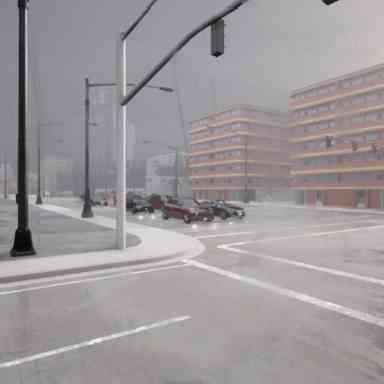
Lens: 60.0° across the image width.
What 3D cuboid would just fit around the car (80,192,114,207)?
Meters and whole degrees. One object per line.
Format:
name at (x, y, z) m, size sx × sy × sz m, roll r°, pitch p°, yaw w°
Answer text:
car at (-11.993, 1.034, 41.507) m, size 2.128 × 1.511 × 4.902 m, roll 0°, pitch 1°, yaw -34°

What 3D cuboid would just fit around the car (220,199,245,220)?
car at (2.214, 1.356, 26.871) m, size 2.128 × 1.511 × 4.902 m, roll 0°, pitch 1°, yaw -35°

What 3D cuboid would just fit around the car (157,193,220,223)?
car at (-0.351, 1.227, 24.425) m, size 2.097 × 1.767 × 4.553 m, roll 0°, pitch 1°, yaw -34°

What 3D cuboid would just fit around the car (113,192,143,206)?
car at (-8.412, 1.128, 42.466) m, size 1.994 × 1.385 × 4.181 m, roll 0°, pitch 1°, yaw -34°

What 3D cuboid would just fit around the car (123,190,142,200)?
car at (-11.870, 0.555, 66.323) m, size 2.097 × 1.767 × 4.553 m, roll 0°, pitch 1°, yaw -34°

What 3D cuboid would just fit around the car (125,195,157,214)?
car at (-5.210, 1.317, 31.554) m, size 1.994 × 1.385 × 4.181 m, roll 0°, pitch 1°, yaw -34°

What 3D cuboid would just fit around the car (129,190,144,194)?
car at (-8.899, 0.858, 55.760) m, size 2.128 × 1.511 × 4.902 m, roll 0°, pitch 1°, yaw -34°

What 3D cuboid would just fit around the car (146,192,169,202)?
car at (-6.008, 0.871, 57.733) m, size 1.837 × 1.490 × 4.892 m, roll 0°, pitch 1°, yaw -34°

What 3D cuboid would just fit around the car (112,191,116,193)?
car at (-14.761, 0.555, 64.350) m, size 2.097 × 1.767 × 4.553 m, roll 0°, pitch 1°, yaw -34°

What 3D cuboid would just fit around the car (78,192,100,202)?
car at (-17.272, 0.807, 55.612) m, size 2.128 × 1.511 × 4.902 m, roll 0°, pitch 1°, yaw -34°

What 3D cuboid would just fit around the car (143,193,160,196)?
car at (-2.789, 1.091, 34.216) m, size 2.097 × 1.767 × 4.553 m, roll 0°, pitch 1°, yaw -34°
